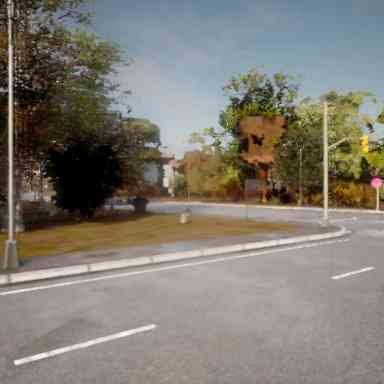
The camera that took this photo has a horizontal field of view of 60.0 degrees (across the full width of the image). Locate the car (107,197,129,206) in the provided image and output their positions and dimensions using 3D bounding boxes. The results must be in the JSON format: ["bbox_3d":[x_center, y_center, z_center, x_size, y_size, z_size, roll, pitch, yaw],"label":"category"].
[{"bbox_3d":[-12.245,1.487,52.602,1.994,1.385,4.181,0,0,-38],"label":"car"}]

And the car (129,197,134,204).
[{"bbox_3d":[-9.190,1.433,54.378,1.812,1.442,4.674,0,0,-38],"label":"car"}]
